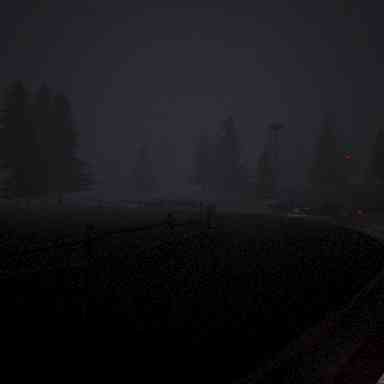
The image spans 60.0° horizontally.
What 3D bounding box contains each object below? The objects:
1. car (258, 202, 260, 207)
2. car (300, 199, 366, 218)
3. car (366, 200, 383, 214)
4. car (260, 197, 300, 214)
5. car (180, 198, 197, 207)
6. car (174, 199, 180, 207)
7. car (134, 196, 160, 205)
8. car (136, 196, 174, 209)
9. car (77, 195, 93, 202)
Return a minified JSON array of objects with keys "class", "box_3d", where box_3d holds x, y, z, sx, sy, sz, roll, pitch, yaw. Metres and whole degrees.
[{"class":"car","box_3d":[11.213,1.477,44.657,5.008,1.535,1.882,0,0,41]},{"class":"car","box_3d":[12.476,1.526,29.686,4.674,1.442,1.812,0,0,41]},{"class":"car","box_3d":[17.166,1.491,34.886,4.902,1.511,2.128,0,0,41]},{"class":"car","box_3d":[10.362,1.477,36.141,5.008,1.535,1.882,0,0,41]},{"class":"car","box_3d":[-1.297,1.564,50.843,4.181,1.385,1.994,0,0,41]},{"class":"car","box_3d":[-4.305,1.564,48.818,4.181,1.385,1.994,0,0,41]},{"class":"car","box_3d":[-8.418,1.478,61.622,5.008,1.535,1.882,0,0,41]},{"class":"car","box_3d":[-5.102,1.601,44.880,4.718,1.301,1.895,0,0,41]},{"class":"car","box_3d":[-24.185,1.500,75.118,4.892,1.490,1.837,0,0,41]}]
